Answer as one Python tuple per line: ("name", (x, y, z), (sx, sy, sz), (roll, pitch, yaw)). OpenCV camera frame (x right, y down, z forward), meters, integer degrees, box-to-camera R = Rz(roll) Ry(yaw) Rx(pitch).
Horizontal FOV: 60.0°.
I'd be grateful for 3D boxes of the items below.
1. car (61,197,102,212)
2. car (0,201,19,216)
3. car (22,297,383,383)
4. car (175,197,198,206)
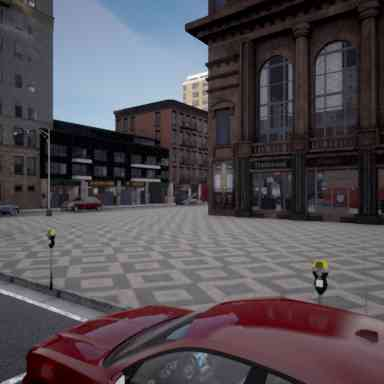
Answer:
("car", (-12.623, 1.314, 38.086), (2.097, 1.767, 4.553), (0, 0, 36))
("car", (-18.202, 1.521, 30.505), (1.994, 1.385, 4.181), (0, 0, 36))
("car", (0.485, 1.545, 2.500), (4.507, 1.381, 1.887), (0, 0, 35))
("car", (-0.876, 1.545, 53.990), (1.994, 1.385, 4.181), (0, 0, 37))
